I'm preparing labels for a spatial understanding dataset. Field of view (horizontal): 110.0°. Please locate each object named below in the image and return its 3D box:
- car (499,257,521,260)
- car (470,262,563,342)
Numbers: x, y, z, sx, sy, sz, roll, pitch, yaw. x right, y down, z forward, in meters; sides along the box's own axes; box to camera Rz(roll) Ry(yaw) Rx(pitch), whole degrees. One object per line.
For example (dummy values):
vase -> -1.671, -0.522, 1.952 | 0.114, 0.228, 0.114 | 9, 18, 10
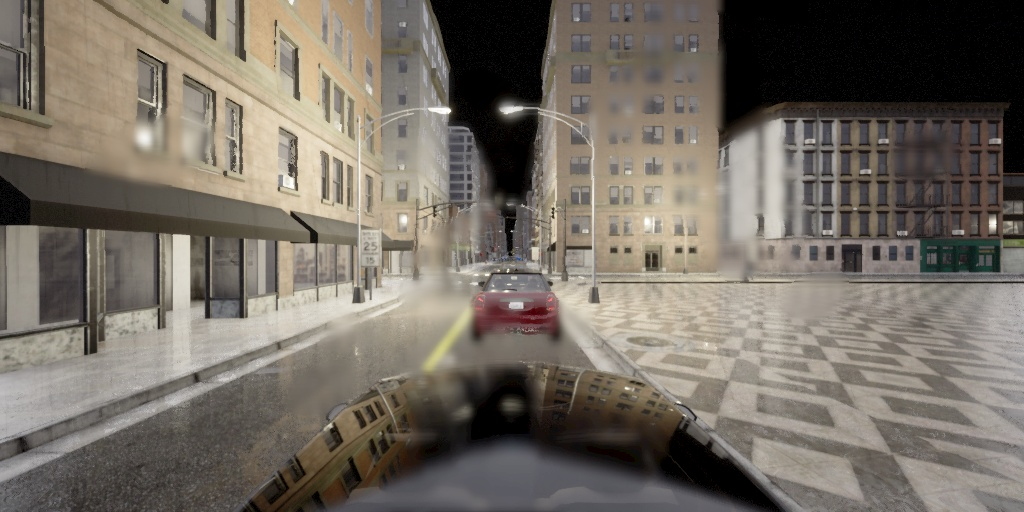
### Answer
car -> 0.054, 1.101, 19.772 | 2.097, 1.767, 4.553 | 0, 0, -1
car -> 0.104, 1.102, 9.956 | 2.097, 1.767, 4.553 | 0, 0, 0
